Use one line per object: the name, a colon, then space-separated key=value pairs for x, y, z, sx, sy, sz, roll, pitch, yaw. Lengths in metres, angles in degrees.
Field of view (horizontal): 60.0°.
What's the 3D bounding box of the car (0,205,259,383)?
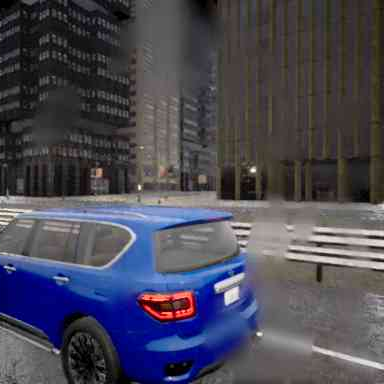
car: x=-1.730 y=1.226 z=5.231 sx=5.566 sy=2.045 sz=2.150 roll=0 pitch=0 yaw=36
